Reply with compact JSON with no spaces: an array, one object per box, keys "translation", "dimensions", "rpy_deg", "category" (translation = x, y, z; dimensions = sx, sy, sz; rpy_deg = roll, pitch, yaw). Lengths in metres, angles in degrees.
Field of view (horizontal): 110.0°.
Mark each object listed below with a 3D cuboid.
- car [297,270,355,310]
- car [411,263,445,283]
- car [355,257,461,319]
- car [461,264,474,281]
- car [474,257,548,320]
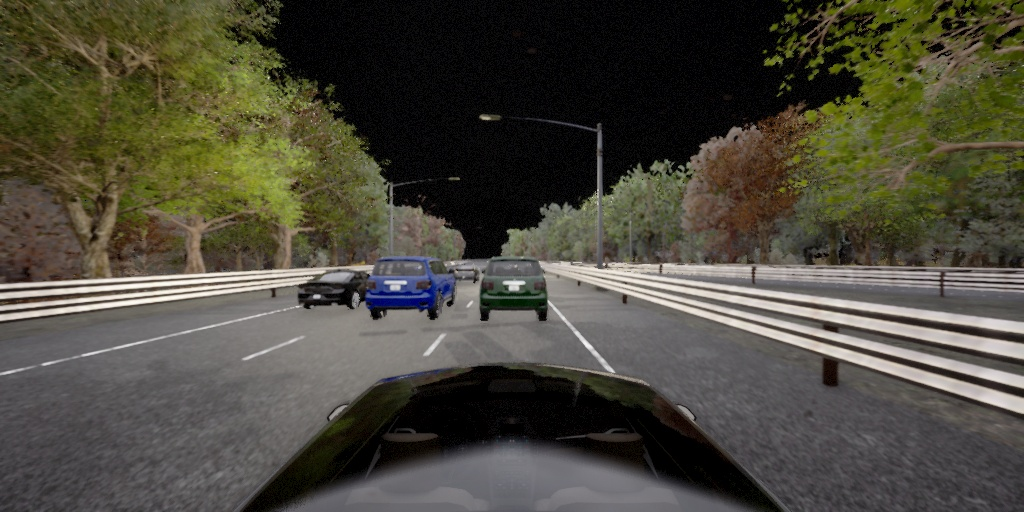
[{"translation":[-6.982,1.319,15.272],"dimensions":[1.882,1.535,5.008],"rpy_deg":[0,0,0],"category":"car"},{"translation":[-7.219,1.438,31.238],"dimensions":[1.882,1.535,5.008],"rpy_deg":[0,0,-1],"category":"car"},{"translation":[-3.463,1.048,13.261],"dimensions":[2.150,2.045,5.566],"rpy_deg":[0,0,0],"category":"car"},{"translation":[-3.688,1.438,29.610],"dimensions":[2.128,1.511,4.902],"rpy_deg":[0,0,-1],"category":"car"},{"translation":[0.040,1.046,13.112],"dimensions":[2.150,2.045,5.566],"rpy_deg":[0,0,0],"category":"car"}]
